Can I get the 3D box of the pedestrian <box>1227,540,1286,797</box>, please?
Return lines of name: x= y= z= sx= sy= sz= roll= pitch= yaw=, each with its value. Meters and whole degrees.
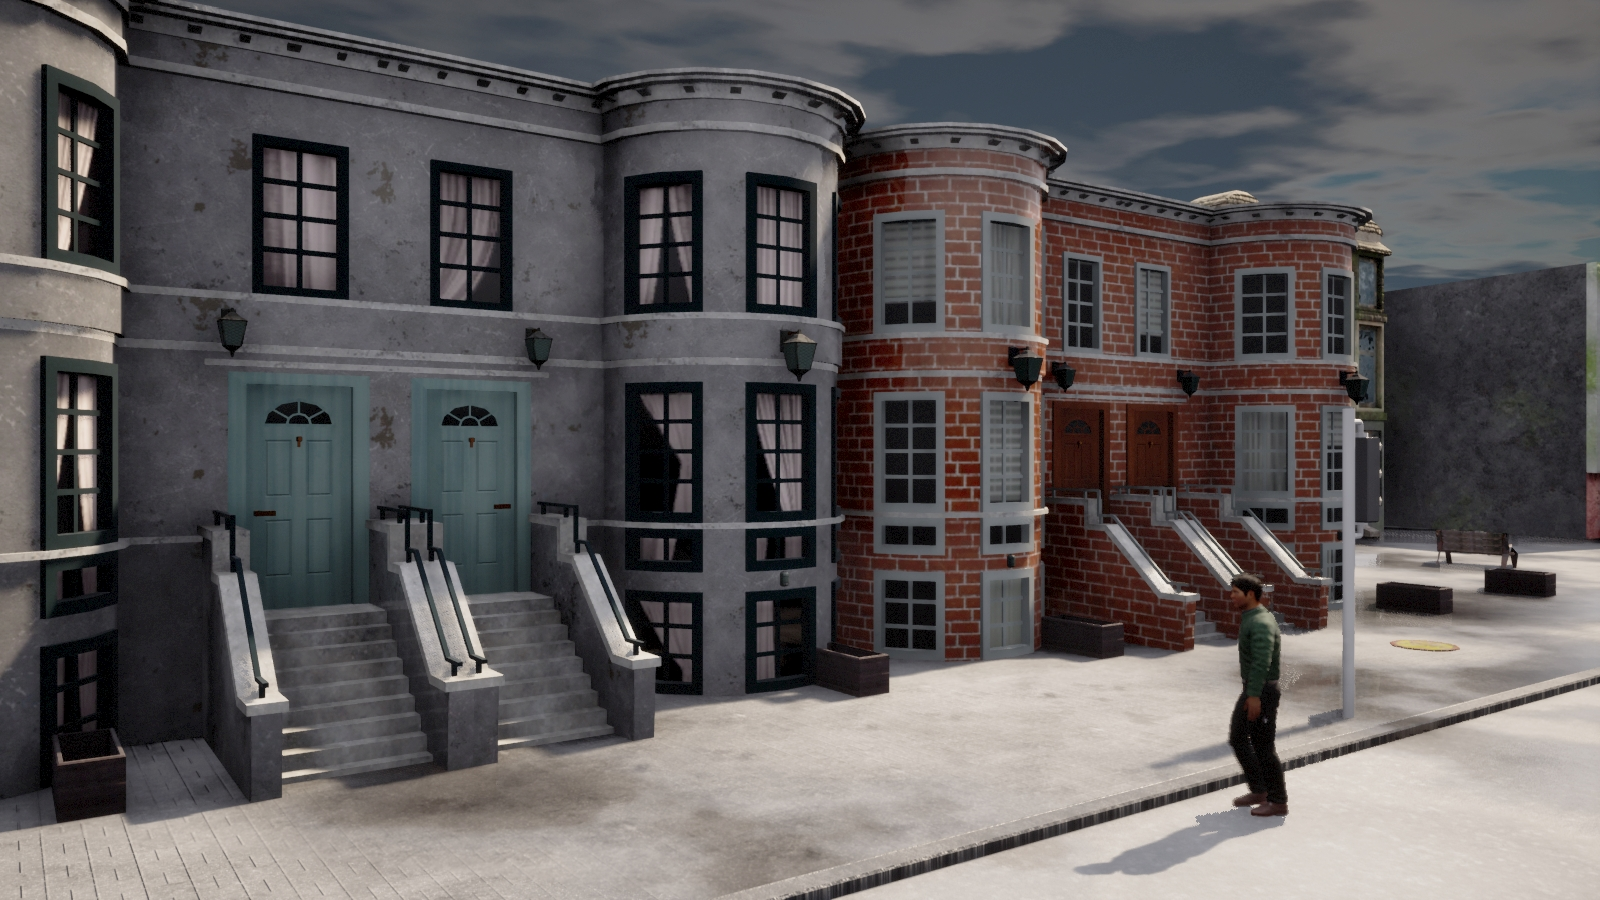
pedestrian: x=3.455 y=1.629 z=8.660 sx=0.375 sy=1.860 sz=0.375 roll=0 pitch=0 yaw=15
